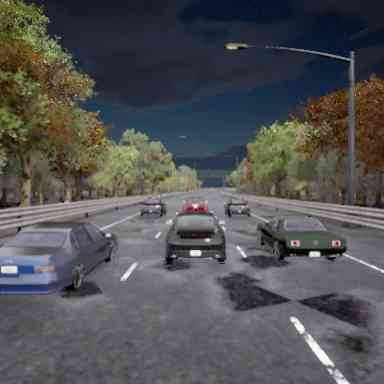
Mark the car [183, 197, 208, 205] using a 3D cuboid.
[{"bbox_3d":[0.297,1.164,28.374,2.097,1.767,4.553,0,0,1],"label":"car"}]

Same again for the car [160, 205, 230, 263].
[{"bbox_3d":[0.125,1.428,11.639,1.837,1.490,4.892,0,0,1],"label":"car"}]

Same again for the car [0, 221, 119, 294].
[{"bbox_3d":[-3.406,1.489,8.774,2.033,1.411,5.357,0,0,1],"label":"car"}]

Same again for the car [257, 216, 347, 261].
[{"bbox_3d":[3.628,1.522,11.972,1.895,1.301,4.718,0,0,1],"label":"car"}]

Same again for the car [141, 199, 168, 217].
[{"bbox_3d":[-3.199,1.302,28.645,2.128,1.511,4.902,0,0,1],"label":"car"}]

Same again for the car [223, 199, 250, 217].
[{"bbox_3d":[3.801,1.303,28.578,2.128,1.511,4.902,0,0,1],"label":"car"}]
